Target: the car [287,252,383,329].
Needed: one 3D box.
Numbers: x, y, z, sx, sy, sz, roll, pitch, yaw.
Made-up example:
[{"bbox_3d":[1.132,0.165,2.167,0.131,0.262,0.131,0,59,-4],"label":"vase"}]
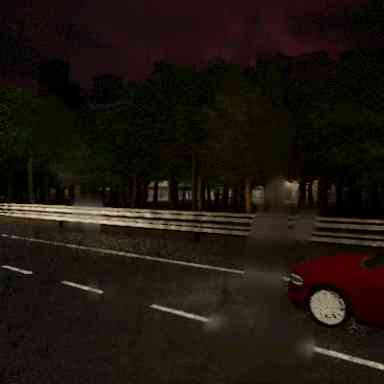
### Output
[{"bbox_3d":[4.065,1.497,5.269,5.008,1.535,1.882,0,0,35],"label":"car"}]
